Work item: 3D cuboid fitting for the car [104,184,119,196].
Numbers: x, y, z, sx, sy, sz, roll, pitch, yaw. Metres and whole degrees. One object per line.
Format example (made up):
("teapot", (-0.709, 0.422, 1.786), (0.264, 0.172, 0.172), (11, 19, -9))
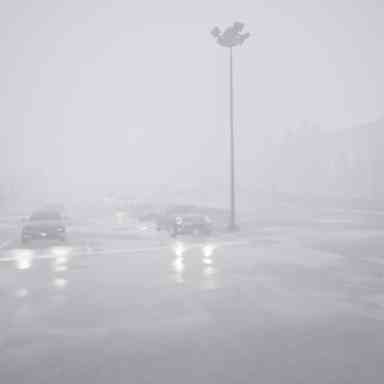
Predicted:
("car", (-12.893, -0.318, 53.273), (2.097, 1.767, 4.553), (-1, 7, -20))

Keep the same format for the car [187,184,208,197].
("car", (1.150, -0.082, 55.881), (1.882, 1.535, 5.008), (-1, 7, -20))

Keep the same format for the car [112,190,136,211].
("car", (-7.593, 1.090, 38.189), (2.097, 1.767, 4.553), (-1, 3, -20))

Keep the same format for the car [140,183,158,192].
("car", (-8.310, -0.996, 61.257), (1.882, 1.535, 5.008), (-1, 7, -20))

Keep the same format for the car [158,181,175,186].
("car", (-5.417, -1.205, 63.859), (1.882, 1.535, 5.008), (-1, 7, -20))

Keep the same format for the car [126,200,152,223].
("car", (-3.753, 1.652, 27.503), (2.033, 1.411, 5.357), (-1, 1, -20))

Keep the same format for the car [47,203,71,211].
("car", (-10.512, 1.665, 25.617), (1.837, 1.490, 4.892), (-1, 1, -20))

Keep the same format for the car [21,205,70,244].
("car", (-7.369, 1.644, 16.919), (1.837, 1.490, 4.892), (-1, 0, -20))

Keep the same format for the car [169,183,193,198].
("car", (-1.917, 0.024, 54.070), (1.882, 1.535, 5.008), (0, 7, -19))

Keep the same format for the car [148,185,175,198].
("car", (-4.800, 0.291, 51.433), (2.033, 1.411, 5.357), (-1, 6, -20))

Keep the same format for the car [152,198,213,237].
("car", (-0.545, 1.421, 18.634), (2.097, 1.767, 4.553), (-1, 0, -20))

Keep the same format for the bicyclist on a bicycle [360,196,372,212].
("bicyclist on a bicycle", (17.477, 1.226, 33.431), (1.656, 1.620, 0.582), (-1, 0, -20))

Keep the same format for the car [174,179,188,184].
("car", (-2.433, -1.572, 65.633), (2.150, 2.045, 5.566), (-1, 7, -20))
